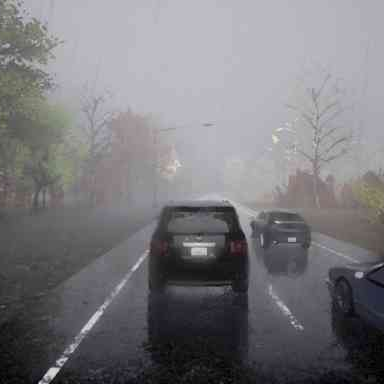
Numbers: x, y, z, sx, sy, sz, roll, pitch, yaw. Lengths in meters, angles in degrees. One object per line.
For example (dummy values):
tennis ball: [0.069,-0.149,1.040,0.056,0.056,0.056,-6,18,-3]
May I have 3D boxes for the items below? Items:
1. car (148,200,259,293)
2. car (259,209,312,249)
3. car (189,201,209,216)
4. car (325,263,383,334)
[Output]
car: [0.160,1.223,8.991,2.150,2.045,5.566,0,0,1]
car: [3.738,1.507,14.657,1.837,1.490,4.892,0,0,1]
car: [0.724,1.607,33.065,1.895,1.301,4.718,0,0,2]
car: [3.626,1.548,4.349,2.033,1.411,5.357,0,0,0]
